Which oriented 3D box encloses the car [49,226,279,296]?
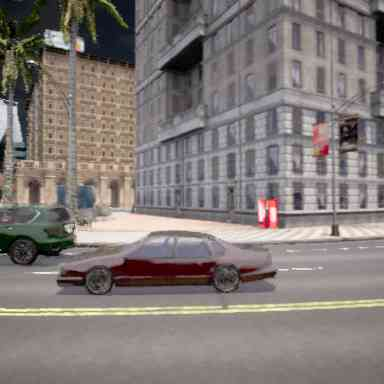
[{"bbox_3d":[-0.563,1.737,8.680,5.357,1.411,2.033,0,-1,-3],"label":"car"}]

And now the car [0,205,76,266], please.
[{"bbox_3d":[-7.116,1.509,12.337,5.566,2.045,2.150,0,-1,5],"label":"car"}]
